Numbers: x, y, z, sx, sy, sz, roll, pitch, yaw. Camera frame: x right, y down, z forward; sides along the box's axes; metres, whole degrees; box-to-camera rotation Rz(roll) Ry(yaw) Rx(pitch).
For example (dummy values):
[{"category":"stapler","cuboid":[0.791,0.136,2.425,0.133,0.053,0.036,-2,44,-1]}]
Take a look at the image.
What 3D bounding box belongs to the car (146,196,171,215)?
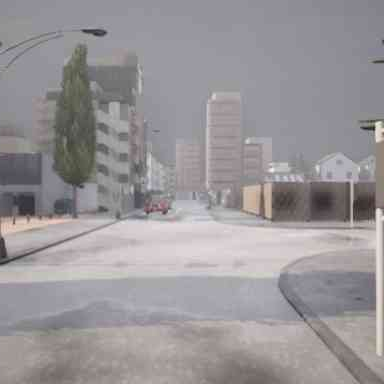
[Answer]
[{"category":"car","cuboid":[-4.001,1.504,38.659,2.150,2.045,5.566,0,0,0]}]
